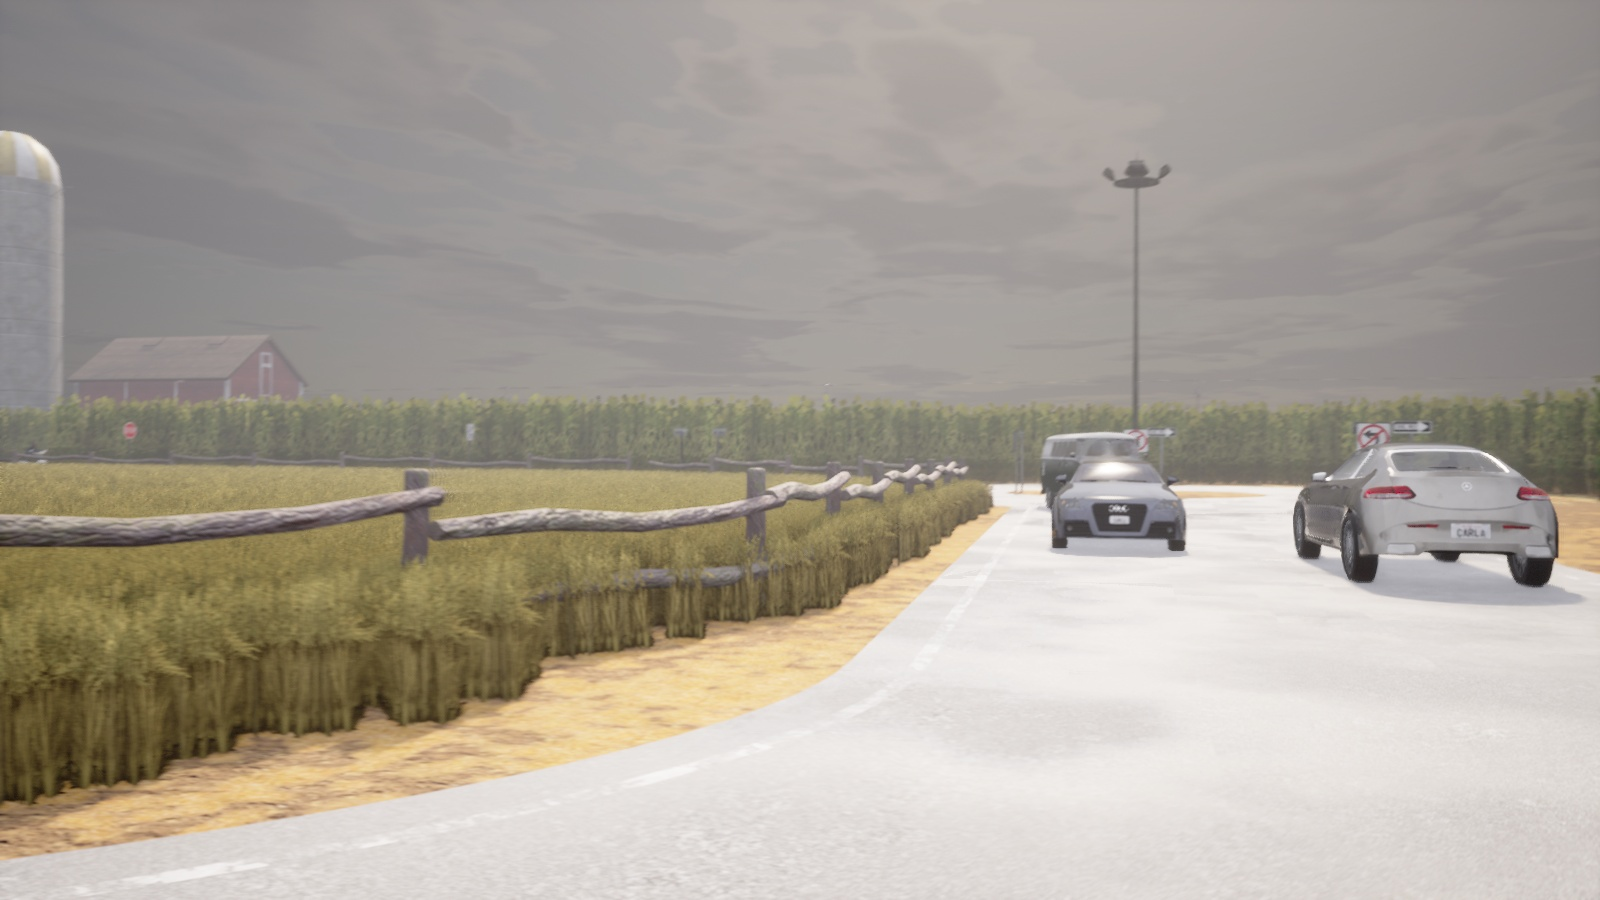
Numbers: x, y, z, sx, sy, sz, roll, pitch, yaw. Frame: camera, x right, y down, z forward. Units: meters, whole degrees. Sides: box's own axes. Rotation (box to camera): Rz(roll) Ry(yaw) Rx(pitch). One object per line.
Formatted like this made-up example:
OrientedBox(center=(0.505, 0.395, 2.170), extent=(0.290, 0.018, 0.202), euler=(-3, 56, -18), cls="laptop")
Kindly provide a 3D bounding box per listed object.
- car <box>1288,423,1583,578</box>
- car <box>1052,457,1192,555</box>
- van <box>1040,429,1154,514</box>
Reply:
OrientedBox(center=(7.791, 0.537, 16.022), extent=(2.152, 1.651, 5.027), euler=(0, 0, 12), cls="car")
OrientedBox(center=(5.152, 0.822, 20.404), extent=(1.994, 1.385, 4.181), euler=(0, 0, 13), cls="car")
OrientedBox(center=(7.413, 0.512, 31.798), extent=(1.775, 1.987, 4.442), euler=(0, 0, -1), cls="van")
